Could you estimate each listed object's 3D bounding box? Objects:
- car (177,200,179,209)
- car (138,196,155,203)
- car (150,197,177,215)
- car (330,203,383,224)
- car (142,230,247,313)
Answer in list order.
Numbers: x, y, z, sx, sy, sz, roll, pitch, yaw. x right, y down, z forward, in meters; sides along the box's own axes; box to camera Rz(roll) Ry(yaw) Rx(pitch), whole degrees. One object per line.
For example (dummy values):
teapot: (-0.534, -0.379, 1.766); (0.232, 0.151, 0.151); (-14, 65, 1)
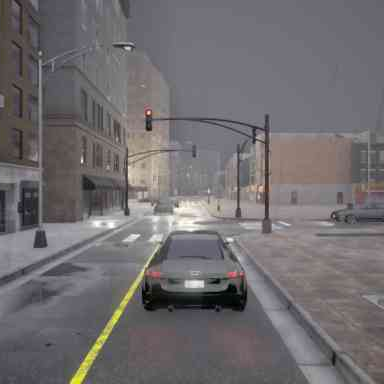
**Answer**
car: (-2.806, 1.580, 46.617); (1.994, 1.385, 4.181); (0, 0, 0)
car: (-8.938, 1.596, 69.937); (4.674, 1.442, 1.812); (0, 0, 9)
car: (-2.825, 1.514, 34.363); (1.837, 1.490, 4.892); (0, 0, 0)
car: (12.068, 1.515, 23.561); (4.181, 1.385, 1.994); (0, 0, 0)
car: (0.056, 1.564, 7.758); (1.994, 1.385, 4.181); (0, 0, 0)
